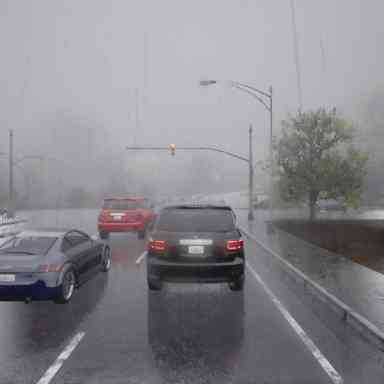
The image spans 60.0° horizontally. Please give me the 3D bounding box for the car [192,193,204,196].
[{"bbox_3d":[1.164,1.076,75.200,2.128,1.511,4.902,0,2,23],"label":"car"}]

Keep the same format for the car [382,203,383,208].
[{"bbox_3d":[25.866,1.350,40.497,4.892,1.490,1.837,-2,0,3],"label":"car"}]

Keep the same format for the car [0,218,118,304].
[{"bbox_3d":[-3.408,1.574,8.211,1.994,1.385,4.181,0,0,2],"label":"car"}]

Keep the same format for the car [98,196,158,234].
[{"bbox_3d":[-3.287,1.260,17.613,2.150,2.045,5.566,0,0,1],"label":"car"}]

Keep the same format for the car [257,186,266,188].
[{"bbox_3d":[19.620,-0.763,93.023,2.150,2.045,5.566,0,3,37],"label":"car"}]

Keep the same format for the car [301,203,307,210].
[{"bbox_3d":[16.072,1.549,41.056,4.902,1.511,2.128,-1,0,3],"label":"car"}]

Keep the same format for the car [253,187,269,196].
[{"bbox_3d":[17.511,0.264,83.616,1.895,1.301,4.718,0,3,33],"label":"car"}]

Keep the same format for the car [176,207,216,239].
[{"bbox_3d":[0.244,1.605,18.443,1.994,1.385,4.181,0,0,2],"label":"car"}]

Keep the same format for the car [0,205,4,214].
[{"bbox_3d":[-10.552,1.247,13.712,2.150,2.045,5.566,0,0,1],"label":"car"}]

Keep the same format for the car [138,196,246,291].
[{"bbox_3d":[0.100,1.234,9.215,2.150,2.045,5.566,0,0,0],"label":"car"}]

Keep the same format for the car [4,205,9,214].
[{"bbox_3d":[-22.438,1.741,36.034,4.902,1.511,2.128,-1,0,2],"label":"car"}]

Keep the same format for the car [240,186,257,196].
[{"bbox_3d":[13.942,0.093,84.488,2.097,1.767,4.553,0,3,33],"label":"car"}]

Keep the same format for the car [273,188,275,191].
[{"bbox_3d":[23.217,-0.477,92.003,2.033,1.411,5.357,0,3,37],"label":"car"}]

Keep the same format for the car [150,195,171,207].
[{"bbox_3d":[-5.391,1.467,56.892,2.097,1.767,4.553,0,1,16],"label":"car"}]

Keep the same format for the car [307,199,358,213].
[{"bbox_3d":[15.967,1.646,37.556,4.718,1.301,1.895,-1,0,3],"label":"car"}]
